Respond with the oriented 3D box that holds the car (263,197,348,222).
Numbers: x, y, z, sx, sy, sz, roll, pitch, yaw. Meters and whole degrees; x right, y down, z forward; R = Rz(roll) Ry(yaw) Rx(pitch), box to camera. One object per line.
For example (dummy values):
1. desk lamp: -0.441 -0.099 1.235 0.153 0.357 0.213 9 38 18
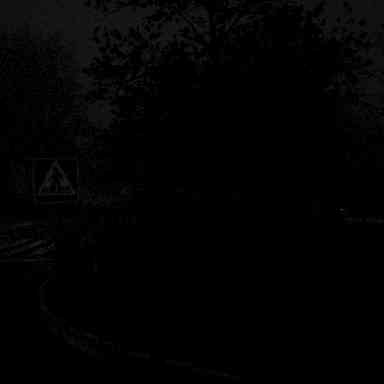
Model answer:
1. car: 7.046 1.062 20.874 5.008 1.535 1.882 -1 0 17
